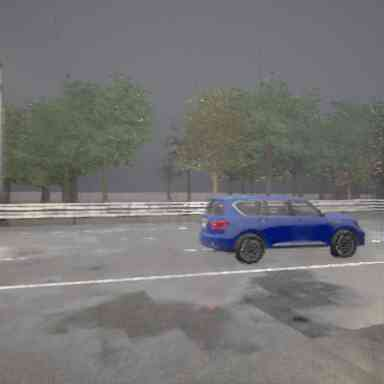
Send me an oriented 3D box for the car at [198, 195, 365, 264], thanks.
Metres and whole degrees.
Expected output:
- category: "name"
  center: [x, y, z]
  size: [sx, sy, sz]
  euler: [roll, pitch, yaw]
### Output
- category: "car"
  center: [2.973, 1.123, 11.260]
  size: [5.566, 2.045, 2.150]
  euler: [0, 0, -14]
